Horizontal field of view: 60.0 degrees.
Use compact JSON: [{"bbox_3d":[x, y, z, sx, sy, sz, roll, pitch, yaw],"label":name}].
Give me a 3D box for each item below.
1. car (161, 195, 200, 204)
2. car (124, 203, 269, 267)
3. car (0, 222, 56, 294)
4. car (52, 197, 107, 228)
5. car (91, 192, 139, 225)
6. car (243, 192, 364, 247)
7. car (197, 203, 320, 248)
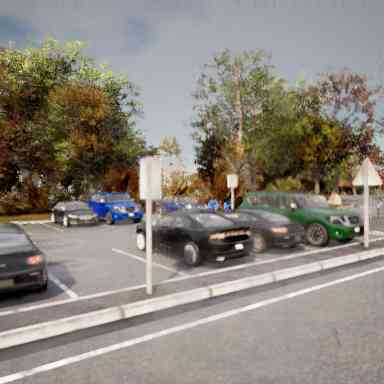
[{"bbox_3d":[-0.692,1.091,26.211,2.185,1.767,4.553,0,0,-36],"label":"car"},{"bbox_3d":[-0.145,1.349,11.152,2.097,1.535,5.008,-1,1,-36],"label":"car"},{"bbox_3d":[-4.721,1.454,7.839,2.002,1.452,4.674,-1,1,-36],"label":"car"},{"bbox_3d":[-7.598,1.330,21.293,2.231,1.521,4.892,-1,1,-36],"label":"car"},{"bbox_3d":[-5.394,1.045,22.847,2.435,2.045,5.566,-1,1,-36],"label":"car"},{"bbox_3d":[4.443,1.027,14.448,2.435,2.045,5.566,-1,1,-36],"label":"car"},{"bbox_3d":[2.143,1.354,12.814,2.002,1.452,4.674,-1,1,-36],"label":"car"}]
